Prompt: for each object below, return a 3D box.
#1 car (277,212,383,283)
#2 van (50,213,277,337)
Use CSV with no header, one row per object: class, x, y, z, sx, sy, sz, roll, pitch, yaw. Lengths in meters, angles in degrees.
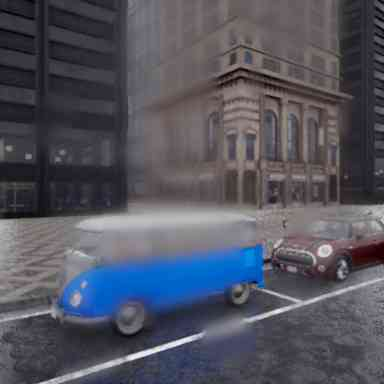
car,4.167,1.437,9.620,4.097,1.590,1.967,0,0,-35
van,-0.426,1.340,6.346,3.998,1.788,1.690,0,0,-35
